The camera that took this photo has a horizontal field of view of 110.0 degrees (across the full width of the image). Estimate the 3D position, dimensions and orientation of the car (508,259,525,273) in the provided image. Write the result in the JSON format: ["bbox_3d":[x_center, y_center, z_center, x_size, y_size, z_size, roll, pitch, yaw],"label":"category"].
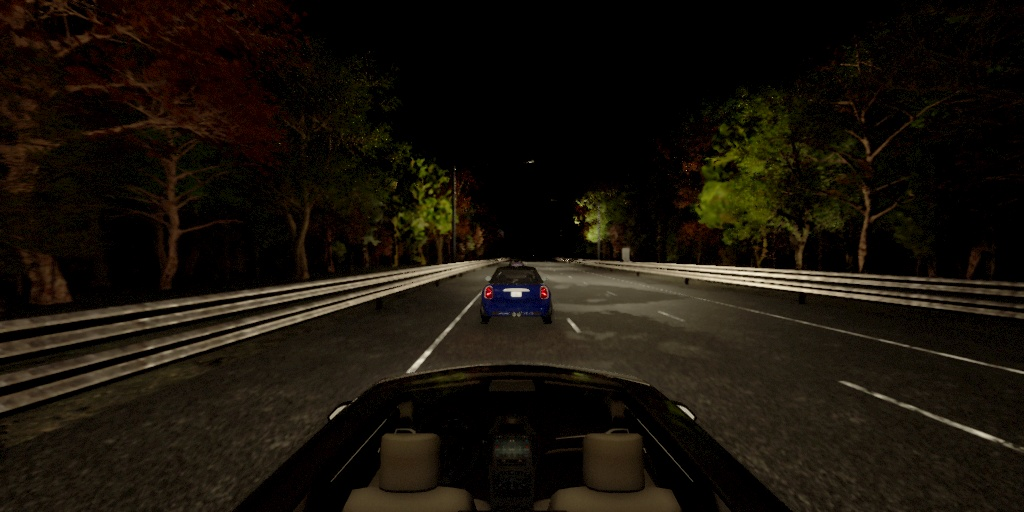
[{"bbox_3d":[0.545,1.177,45.058,2.033,1.649,4.856,0,0,1],"label":"car"}]

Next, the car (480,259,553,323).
[{"bbox_3d":[0.133,1.102,12.211,2.097,1.767,4.553,0,0,0],"label":"car"}]
